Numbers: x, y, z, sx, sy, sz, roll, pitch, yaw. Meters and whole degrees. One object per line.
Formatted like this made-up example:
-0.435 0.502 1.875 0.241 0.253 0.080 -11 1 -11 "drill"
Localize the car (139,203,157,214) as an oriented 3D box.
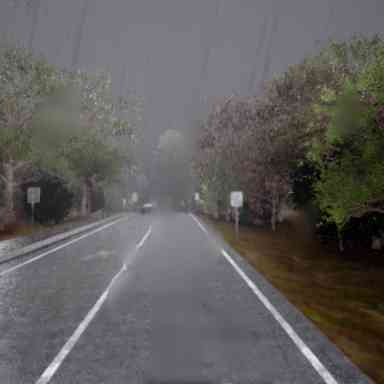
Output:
-5.677 2.163 43.738 1.812 1.442 4.674 0 -3 -3 "car"
